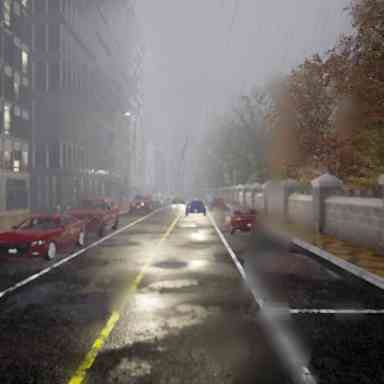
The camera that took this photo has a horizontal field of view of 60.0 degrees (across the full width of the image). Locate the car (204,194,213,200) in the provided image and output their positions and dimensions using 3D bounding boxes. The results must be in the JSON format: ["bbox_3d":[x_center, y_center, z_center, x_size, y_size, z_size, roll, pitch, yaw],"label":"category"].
[{"bbox_3d":[3.991,1.159,80.204,2.008,1.369,4.403,0,0,1],"label":"car"}]

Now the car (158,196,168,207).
[{"bbox_3d":[-4.921,1.327,45.795,2.008,1.369,4.403,0,0,1],"label":"car"}]

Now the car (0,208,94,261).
[{"bbox_3d":[-5.274,1.485,12.050,1.887,1.381,4.507,0,0,0],"label":"car"}]

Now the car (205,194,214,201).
[{"bbox_3d":[3.907,1.219,74.585,1.802,1.307,4.206,0,0,1],"label":"car"}]

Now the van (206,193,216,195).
[{"bbox_3d":[3.551,1.061,57.734,1.690,1.788,3.998,0,0,1],"label":"van"}]

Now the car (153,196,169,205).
[{"bbox_3d":[-4.783,1.300,51.414,2.008,1.369,4.403,0,0,1],"label":"car"}]

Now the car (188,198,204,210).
[{"bbox_3d":[0.519,1.399,41.492,1.895,1.301,4.718,0,0,2],"label":"car"}]

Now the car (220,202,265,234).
[{"bbox_3d":[2.800,1.456,18.289,1.887,1.381,4.507,0,0,1],"label":"car"}]

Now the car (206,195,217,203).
[{"bbox_3d":[3.687,1.243,63.350,2.008,1.369,4.403,0,0,1],"label":"car"}]

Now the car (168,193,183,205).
[{"bbox_3d":[-2.134,1.314,51.363,1.994,1.385,4.181,0,0,2],"label":"car"}]

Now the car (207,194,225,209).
[{"bbox_3d":[3.143,1.346,40.849,1.887,1.381,4.507,0,0,1],"label":"car"}]

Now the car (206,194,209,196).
[{"bbox_3d":[3.268,1.340,46.489,1.947,1.339,4.313,0,0,1],"label":"car"}]

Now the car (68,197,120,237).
[{"bbox_3d":[-5.231,1.228,17.675,2.192,1.841,5.009,0,0,0],"label":"car"}]

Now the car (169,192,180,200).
[{"bbox_3d":[-4.188,0.925,79.582,2.192,1.841,5.009,0,0,1],"label":"car"}]

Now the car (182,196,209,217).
[{"bbox_3d":[0.340,1.380,29.891,1.812,1.442,4.674,0,0,1],"label":"car"}]

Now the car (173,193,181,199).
[{"bbox_3d":[-4.065,1.078,90.696,1.752,1.417,4.829,0,0,1],"label":"car"}]

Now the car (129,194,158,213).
[{"bbox_3d":[-5.151,1.146,34.551,2.192,1.841,5.009,0,0,1],"label":"car"}]
